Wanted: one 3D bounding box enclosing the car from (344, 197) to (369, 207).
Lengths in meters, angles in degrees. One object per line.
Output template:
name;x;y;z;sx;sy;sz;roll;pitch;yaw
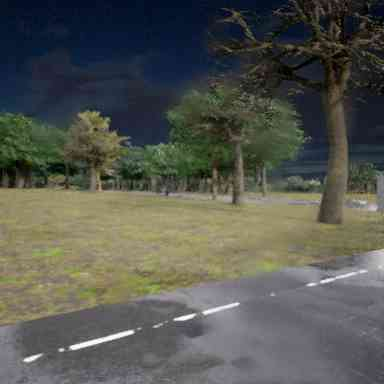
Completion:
car;21.250;1.344;45.114;1.895;1.301;4.718;-1;2;-35

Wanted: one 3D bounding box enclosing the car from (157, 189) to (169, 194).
car;-7.947;-0.116;90.390;2.033;1.411;5.357;-1;2;-28
